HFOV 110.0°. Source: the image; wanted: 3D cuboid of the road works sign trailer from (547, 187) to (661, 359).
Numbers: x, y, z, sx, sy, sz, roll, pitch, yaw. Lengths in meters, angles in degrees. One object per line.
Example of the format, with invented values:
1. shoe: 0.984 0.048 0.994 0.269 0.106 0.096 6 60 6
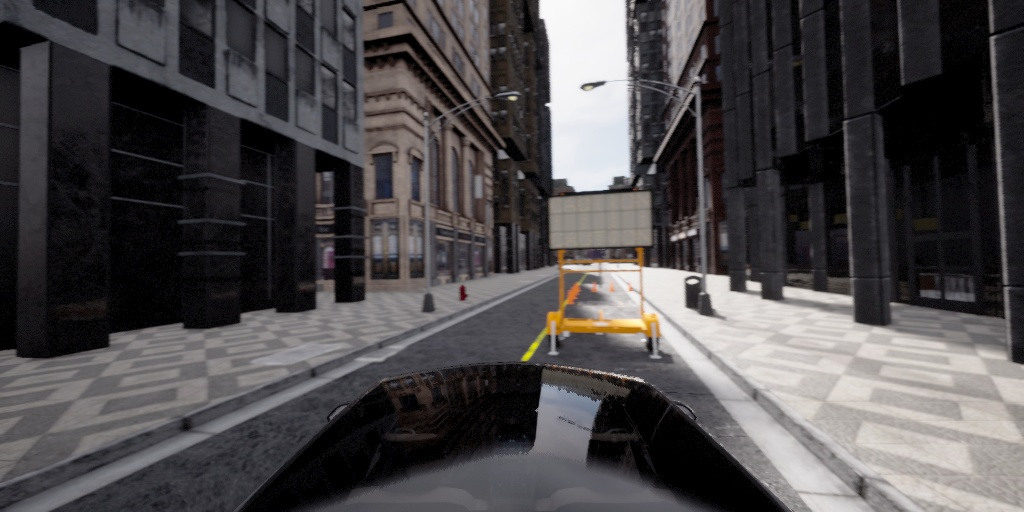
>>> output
1. road works sign trailer: 2.151 0.237 8.571 2.380 3.560 2.880 0 0 13
